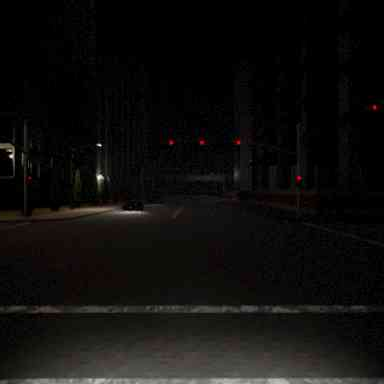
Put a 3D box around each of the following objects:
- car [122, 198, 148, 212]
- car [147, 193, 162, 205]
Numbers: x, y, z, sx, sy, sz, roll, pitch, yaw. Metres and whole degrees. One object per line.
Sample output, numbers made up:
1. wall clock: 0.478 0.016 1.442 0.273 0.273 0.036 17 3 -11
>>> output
1. car: -6.839 1.554 39.195 1.994 1.385 4.181 0 0 0
2. car: -6.759 1.202 60.263 2.150 2.045 5.566 0 0 0
